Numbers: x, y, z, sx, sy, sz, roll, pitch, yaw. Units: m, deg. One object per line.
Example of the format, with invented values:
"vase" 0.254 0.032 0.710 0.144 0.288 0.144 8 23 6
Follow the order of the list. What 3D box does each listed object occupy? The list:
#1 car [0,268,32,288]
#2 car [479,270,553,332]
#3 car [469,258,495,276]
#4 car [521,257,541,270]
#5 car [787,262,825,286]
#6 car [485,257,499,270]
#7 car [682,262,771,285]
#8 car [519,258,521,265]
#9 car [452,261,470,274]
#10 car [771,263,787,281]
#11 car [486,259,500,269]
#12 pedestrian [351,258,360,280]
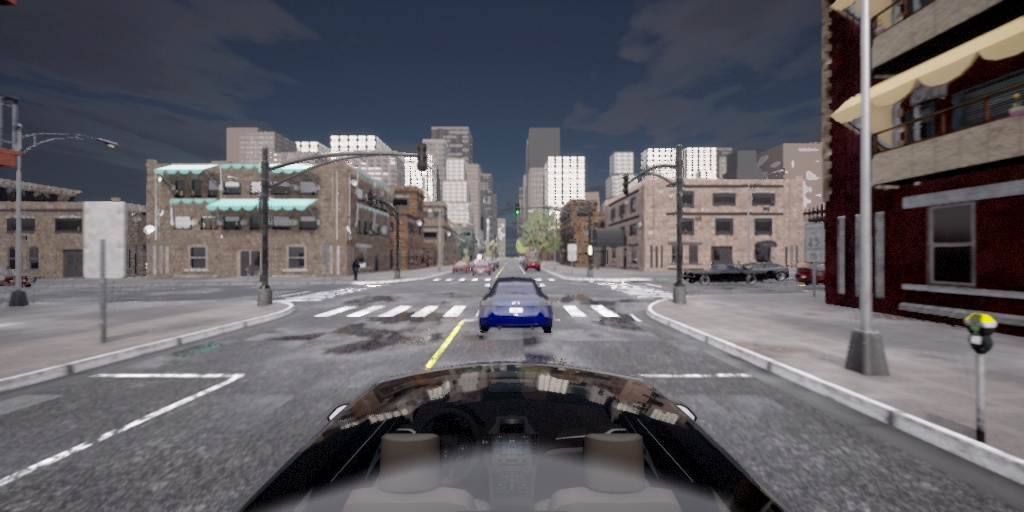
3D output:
"car" -37.519 1.618 25.765 4.097 1.591 1.967 0 0 0
"car" 0.096 1.311 10.902 1.994 1.385 4.181 0 0 0
"car" -3.109 1.271 37.954 1.812 1.442 4.674 0 0 0
"car" 2.662 1.065 46.995 2.192 1.841 5.009 0 0 0
"car" 18.785 0.983 20.057 5.008 1.535 1.882 -1 0 0
"car" -3.109 1.242 47.245 2.128 1.511 4.902 0 0 0
"car" 13.548 1.174 23.212 4.718 1.301 1.895 -1 0 0
"car" 2.651 1.328 63.571 1.948 1.339 4.313 0 0 0
"car" -5.803 1.292 41.468 1.888 1.381 4.507 0 0 0
"car" 17.482 1.099 25.810 4.313 1.339 1.948 0 0 0
"car" -3.035 1.235 57.632 1.882 1.535 5.008 0 0 0
"pedestrian" -12.528 1.029 28.721 0.375 1.860 0.375 0 1 0
